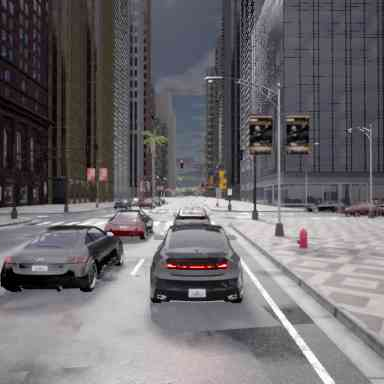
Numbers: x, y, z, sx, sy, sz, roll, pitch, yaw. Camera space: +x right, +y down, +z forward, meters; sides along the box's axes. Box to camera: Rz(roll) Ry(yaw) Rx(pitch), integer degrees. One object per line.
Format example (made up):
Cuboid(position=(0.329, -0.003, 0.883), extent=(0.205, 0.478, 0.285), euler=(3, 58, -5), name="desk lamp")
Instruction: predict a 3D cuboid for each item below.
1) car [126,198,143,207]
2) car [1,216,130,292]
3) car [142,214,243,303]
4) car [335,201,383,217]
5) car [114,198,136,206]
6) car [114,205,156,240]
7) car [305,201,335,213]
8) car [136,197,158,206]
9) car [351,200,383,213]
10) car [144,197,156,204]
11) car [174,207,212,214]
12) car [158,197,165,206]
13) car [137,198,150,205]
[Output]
Cuboid(position=(-9.915, 1.775, 57.862), extent=(2.128, 1.511, 4.902), euler=(0, 0, 0), name="car")
Cuboid(position=(-3.168, 1.576, 8.979), extent=(1.994, 1.385, 4.181), euler=(0, 0, 1), name="car")
Cuboid(position=(0.089, 1.515, 8.204), extent=(1.837, 1.490, 4.892), euler=(0, 0, 0), name="car")
Cuboid(position=(15.274, 1.576, 29.247), extent=(4.206, 1.307, 1.802), euler=(0, 0, -1), name="car")
Cuboid(position=(-9.918, 1.765, 48.307), extent=(2.033, 1.411, 5.357), euler=(0, 0, 0), name="car")
Cuboid(position=(-3.174, 1.601, 17.379), extent=(1.994, 1.385, 4.181), euler=(0, 0, 0), name="car")
Cuboid(position=(15.131, 1.660, 37.771), extent=(4.313, 1.339, 1.947), euler=(0, 0, -1), name="car")
Cuboid(position=(-6.667, 1.706, 50.037), extent=(1.882, 1.535, 5.008), euler=(0, 0, 0), name="car")
Cuboid(position=(20.771, 1.641, 37.867), extent=(4.313, 1.339, 1.947), euler=(0, 0, -1), name="car")
Cuboid(position=(-9.863, 1.986, 78.342), extent=(2.033, 1.411, 5.357), euler=(0, 0, 0), name="car")
Cuboid(position=(0.025, 1.529, 17.526), extent=(2.128, 1.511, 4.902), euler=(0, 0, 0), name="car")
Cuboid(position=(-6.656, 1.652, 60.074), extent=(2.097, 1.767, 4.553), euler=(0, 0, 0), name="car")
Cuboid(position=(-9.852, 1.923, 67.748), extent=(1.994, 1.385, 4.181), euler=(0, 0, 1), name="car")
